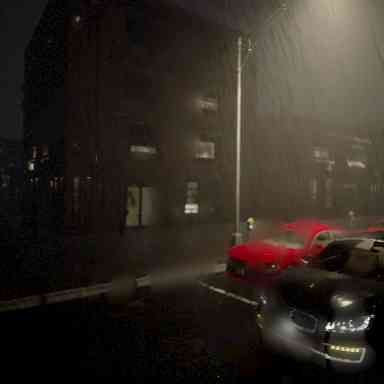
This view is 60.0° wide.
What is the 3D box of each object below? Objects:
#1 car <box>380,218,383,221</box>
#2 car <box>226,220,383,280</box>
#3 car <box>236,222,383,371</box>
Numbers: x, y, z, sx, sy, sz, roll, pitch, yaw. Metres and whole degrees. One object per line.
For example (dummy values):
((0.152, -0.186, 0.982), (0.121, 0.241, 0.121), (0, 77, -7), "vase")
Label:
((7.568, 1.520, 11.942), (4.507, 1.381, 1.887), (0, 1, -35), "car")
((2.898, 1.531, 8.705), (4.507, 1.381, 1.887), (0, 1, -35), "car")
((3.224, 1.494, 5.666), (4.892, 1.490, 1.837), (0, 0, -35), "car")
